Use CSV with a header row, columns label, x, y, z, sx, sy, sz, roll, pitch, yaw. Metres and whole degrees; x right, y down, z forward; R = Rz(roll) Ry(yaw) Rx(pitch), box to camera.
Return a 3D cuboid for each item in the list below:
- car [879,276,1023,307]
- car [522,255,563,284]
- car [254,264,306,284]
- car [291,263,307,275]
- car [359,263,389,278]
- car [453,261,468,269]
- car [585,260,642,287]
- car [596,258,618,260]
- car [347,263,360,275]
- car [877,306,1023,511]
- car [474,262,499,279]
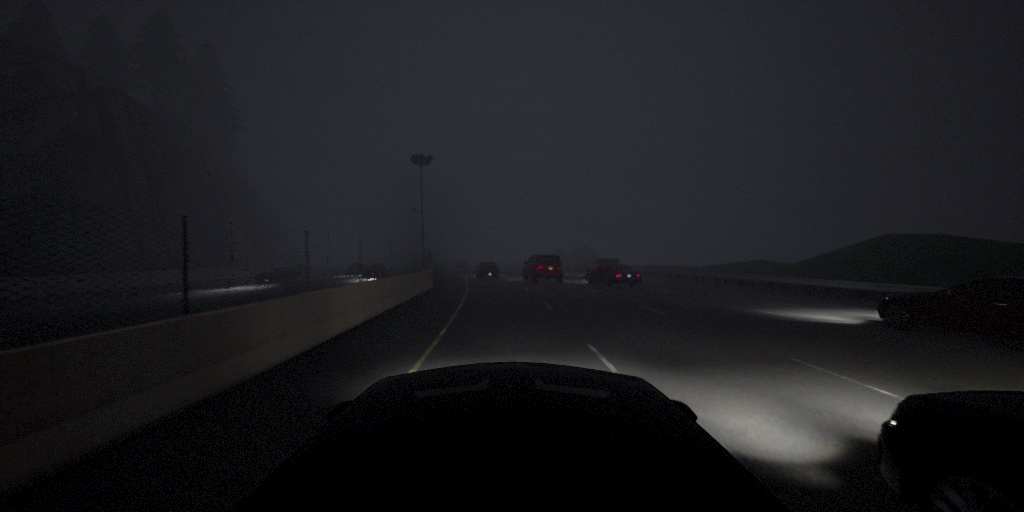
label,x,y,z,sx,sy,sz,roll,pitch,yaw
car,10.609,1.133,7.483,1.812,1.442,4.674,0,0,-2
car,2.242,0.949,27.321,2.150,2.045,5.566,0,0,-9
car,-19.985,1.633,30.849,1.895,1.301,4.718,-1,0,-9
car,-25.973,1.576,42.950,2.033,1.411,5.357,-1,0,-14
car,-14.013,1.516,37.051,1.994,1.385,4.181,-1,0,-11
car,-8.432,1.447,58.584,1.994,1.385,4.181,-1,0,-18
car,6.494,1.216,23.561,2.033,1.411,5.357,-1,0,-9
car,8.345,0.998,32.704,2.097,1.767,4.553,-1,0,-9
car,-19.187,1.580,44.667,1.837,1.490,4.892,-1,0,-14
car,3.676,1.205,0.641,1.837,1.490,4.892,0,0,0
car,-2.366,1.298,33.534,1.837,1.490,4.892,0,0,-10
